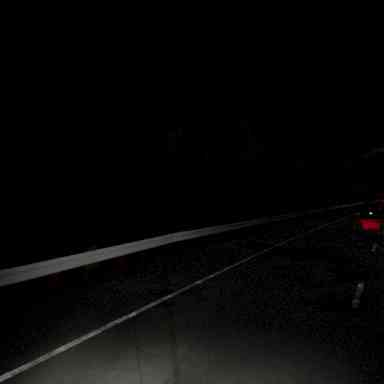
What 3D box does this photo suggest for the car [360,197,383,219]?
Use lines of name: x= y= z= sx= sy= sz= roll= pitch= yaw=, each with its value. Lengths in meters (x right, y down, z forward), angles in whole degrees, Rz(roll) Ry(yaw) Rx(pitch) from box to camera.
car: x=16.200 y=1.505 z=29.493 sx=1.837 sy=1.490 sz=4.892 roll=0 pitch=0 yaw=35

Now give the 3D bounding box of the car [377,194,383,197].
car: x=22.297 y=1.221 z=38.002 sx=2.150 sy=2.045 sz=5.566 roll=0 pitch=0 yaw=36
